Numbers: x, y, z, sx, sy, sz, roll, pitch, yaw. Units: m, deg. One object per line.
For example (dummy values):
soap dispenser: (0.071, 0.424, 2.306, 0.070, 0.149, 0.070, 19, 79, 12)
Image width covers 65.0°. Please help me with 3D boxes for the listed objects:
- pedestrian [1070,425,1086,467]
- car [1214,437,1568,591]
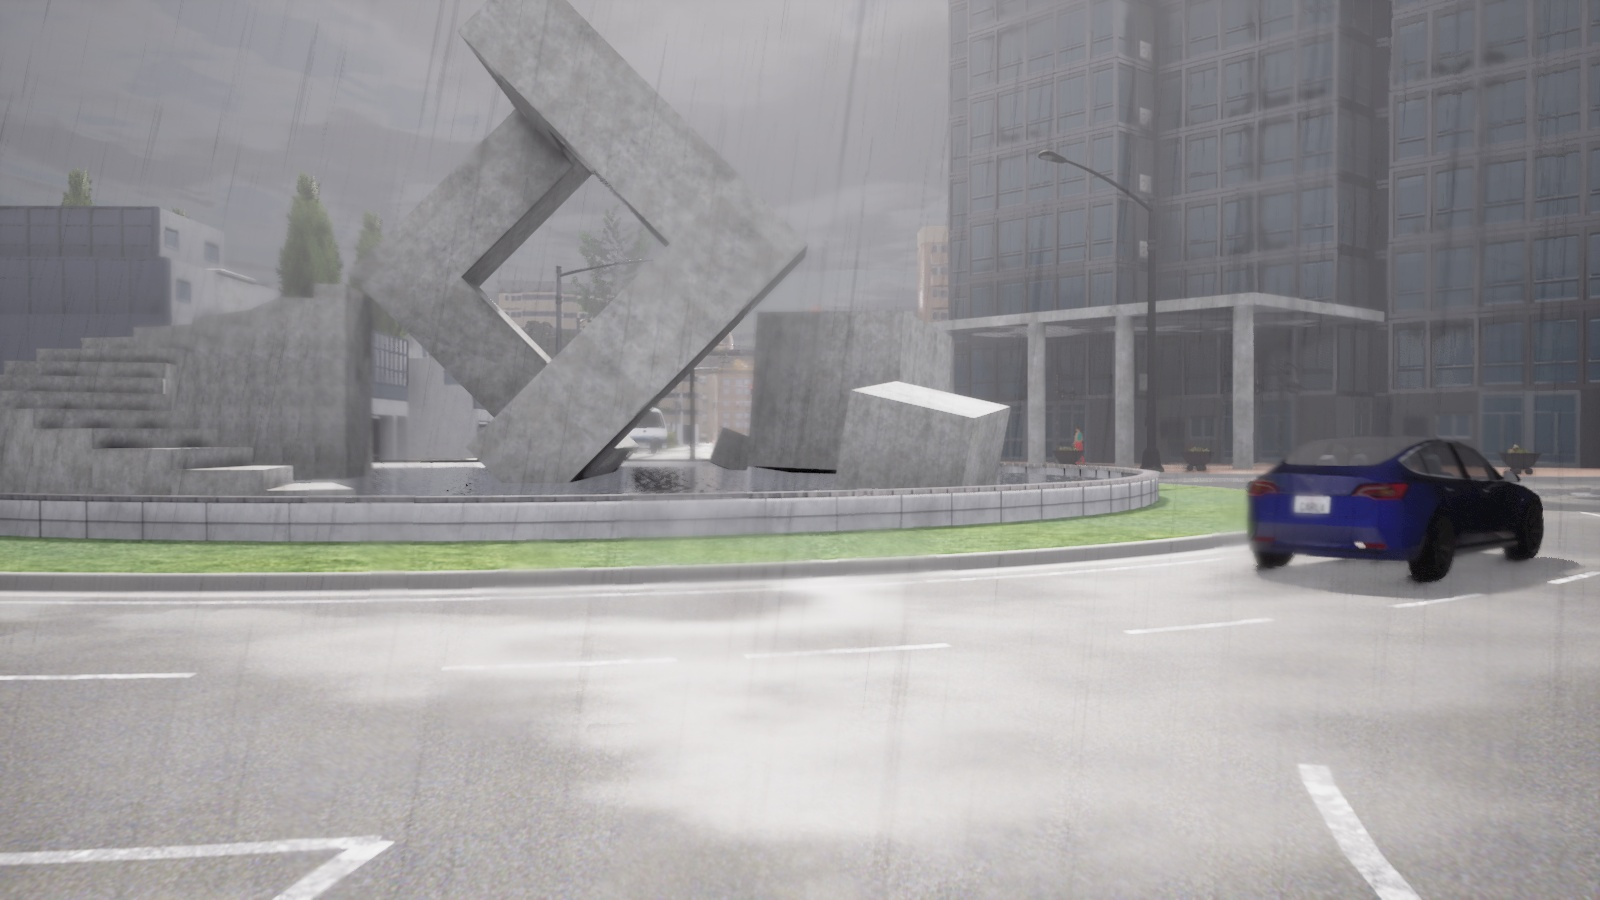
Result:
pedestrian: (12.298, -0.172, 55.530, 0.345, 1.836, 0.594, 0, 1, -36)
car: (6.978, 0.594, 14.556, 4.792, 1.488, 2.163, -1, 1, -44)
